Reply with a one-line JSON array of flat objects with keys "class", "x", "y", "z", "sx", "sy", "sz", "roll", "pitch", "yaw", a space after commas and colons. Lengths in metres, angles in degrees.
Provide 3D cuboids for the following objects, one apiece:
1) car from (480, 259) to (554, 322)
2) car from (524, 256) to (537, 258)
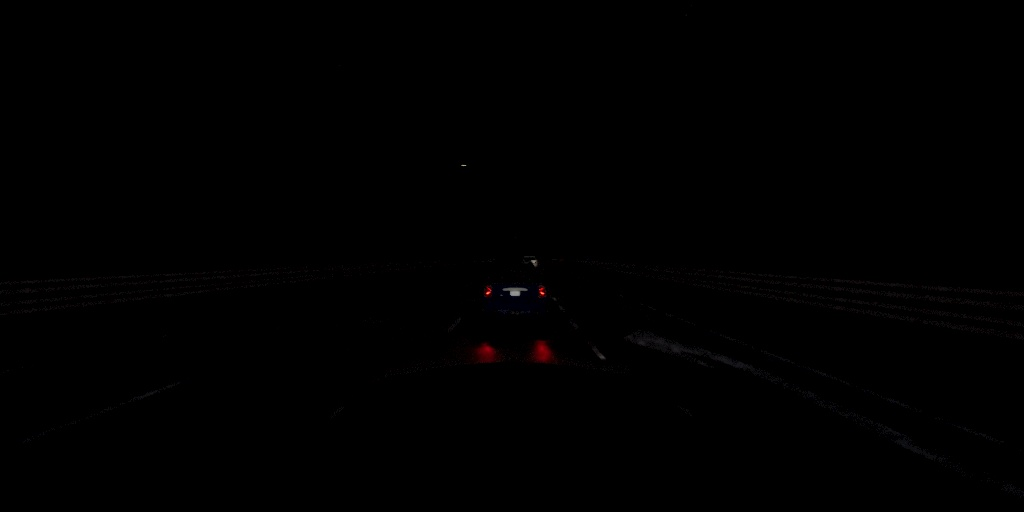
[{"class": "car", "x": 0.140, "y": 1.111, "z": 12.562, "sx": 2.097, "sy": 1.767, "sz": 4.553, "roll": 0, "pitch": 0, "yaw": 1}, {"class": "car", "x": 2.744, "y": 1.024, "z": 52.440, "sx": 2.150, "sy": 2.045, "sz": 5.566, "roll": 0, "pitch": 0, "yaw": 6}]
